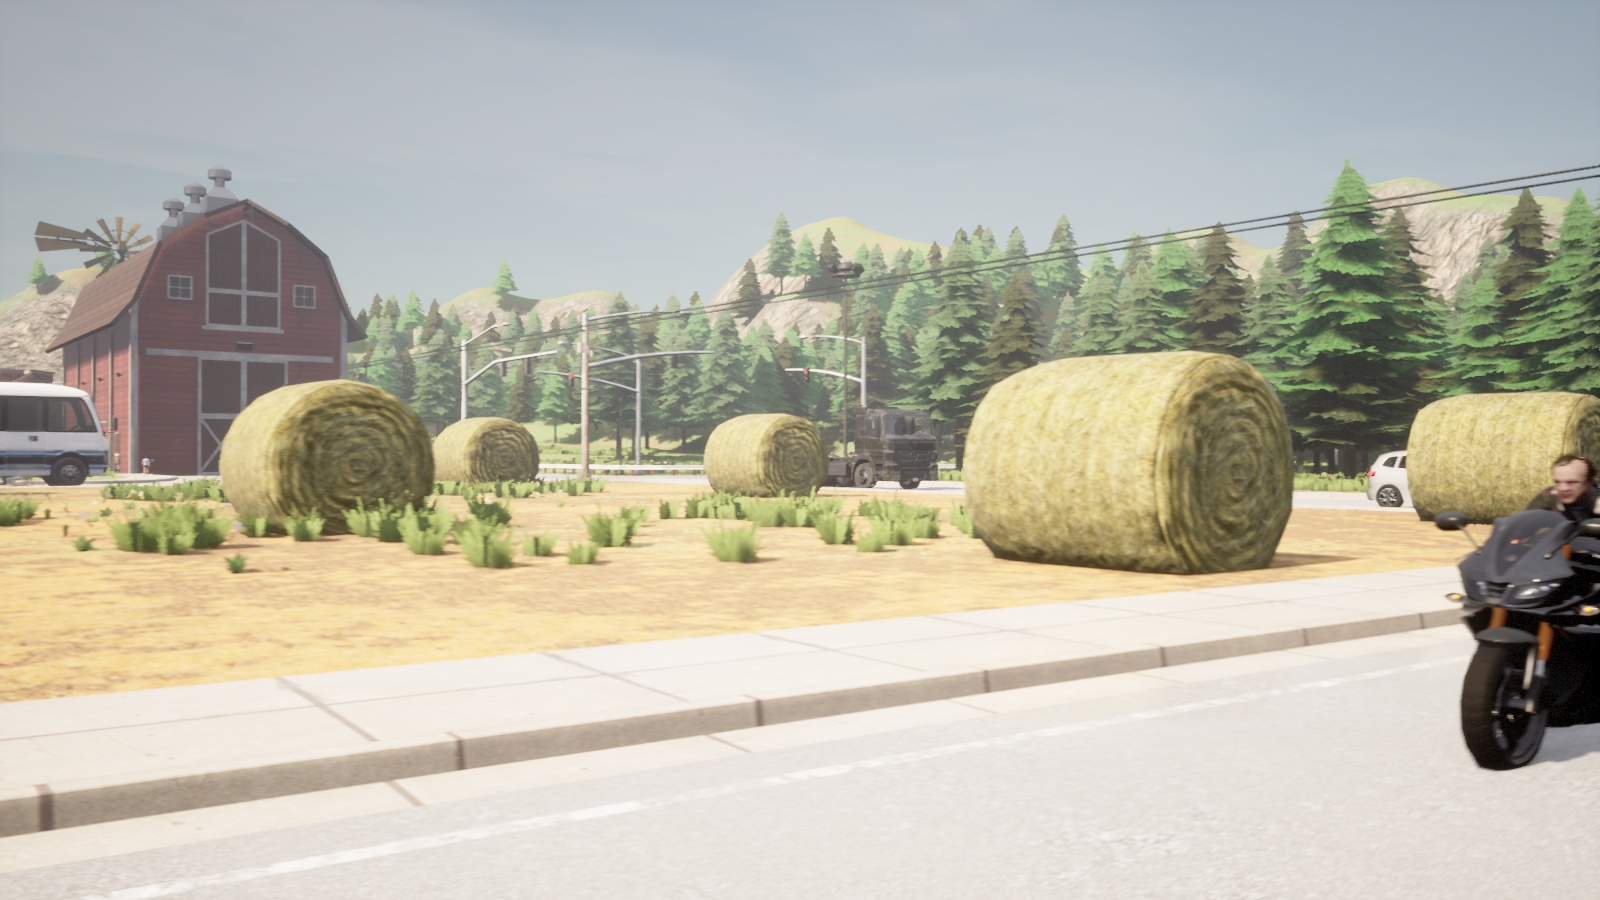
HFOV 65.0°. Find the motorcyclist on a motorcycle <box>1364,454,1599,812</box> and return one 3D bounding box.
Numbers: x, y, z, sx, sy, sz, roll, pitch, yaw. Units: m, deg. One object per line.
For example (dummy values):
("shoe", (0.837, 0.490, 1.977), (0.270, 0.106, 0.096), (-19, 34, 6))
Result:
("motorcyclist on a motorcycle", (3.886, 0.787, 6.364), (2.191, 1.530, 0.866), (0, 0, -35))

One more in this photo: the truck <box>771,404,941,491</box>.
("truck", (2.244, -0.075, 53.830), (2.891, 3.462, 7.936), (0, 0, -37))

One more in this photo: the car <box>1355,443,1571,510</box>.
("car", (17.719, 0.669, 33.738), (2.242, 1.667, 4.611), (0, 0, -37))

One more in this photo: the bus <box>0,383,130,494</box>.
("bus", (-32.503, -0.434, 49.387), (10.273, 4.253, 3.944), (0, 0, -39))
